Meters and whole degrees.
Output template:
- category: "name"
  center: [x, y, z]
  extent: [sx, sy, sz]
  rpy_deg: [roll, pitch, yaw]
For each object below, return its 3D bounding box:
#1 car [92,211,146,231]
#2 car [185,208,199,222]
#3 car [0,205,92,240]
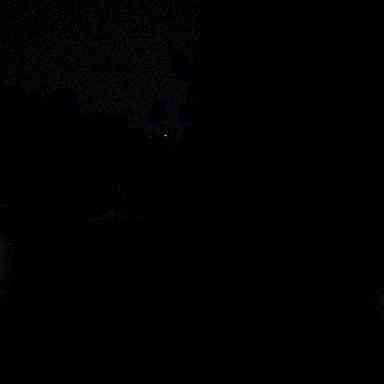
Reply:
- category: "car"
  center: [-5.317, 1.957, 23.695]
  extent: [1.752, 1.417, 4.829]
  rpy_deg: [-1, -2, 36]
- category: "car"
  center: [1.056, 2.198, 32.562]
  extent: [1.947, 1.339, 4.313]
  rpy_deg: [-1, -2, 36]
- category: "car"
  center: [-8.653, 1.641, 19.060]
  extent: [2.192, 1.841, 5.009]
  rpy_deg: [-1, -2, 36]
